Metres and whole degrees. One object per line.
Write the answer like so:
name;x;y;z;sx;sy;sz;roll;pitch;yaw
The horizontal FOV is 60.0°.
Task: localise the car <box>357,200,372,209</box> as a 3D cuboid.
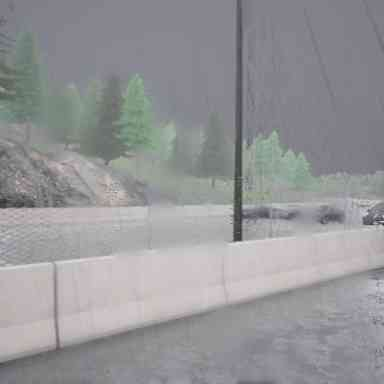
car;32.576;2.317;62.746;1.882;1.535;5.008;0;-1;34
